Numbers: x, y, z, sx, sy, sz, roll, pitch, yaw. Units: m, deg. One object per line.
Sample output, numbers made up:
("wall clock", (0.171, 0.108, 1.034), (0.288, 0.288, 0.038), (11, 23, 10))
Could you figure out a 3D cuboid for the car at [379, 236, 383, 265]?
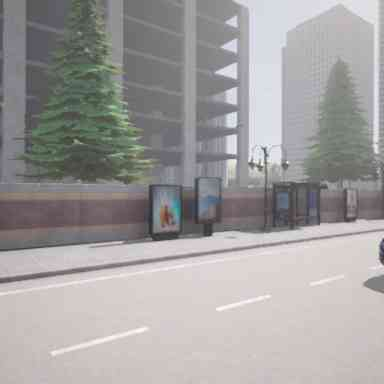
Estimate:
("car", (7.598, 1.266, 9.504), (5.566, 2.045, 2.150), (1, 0, -36))
